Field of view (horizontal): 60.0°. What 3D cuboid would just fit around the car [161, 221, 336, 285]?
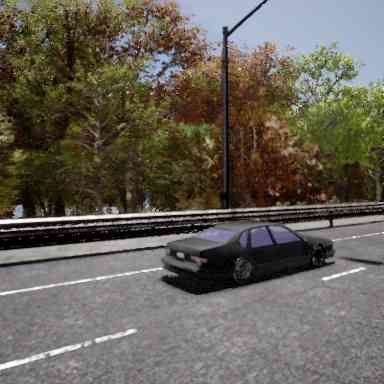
[{"bbox_3d":[1.782,1.534,9.383,5.357,1.411,2.033,-1,0,-35],"label":"car"}]
